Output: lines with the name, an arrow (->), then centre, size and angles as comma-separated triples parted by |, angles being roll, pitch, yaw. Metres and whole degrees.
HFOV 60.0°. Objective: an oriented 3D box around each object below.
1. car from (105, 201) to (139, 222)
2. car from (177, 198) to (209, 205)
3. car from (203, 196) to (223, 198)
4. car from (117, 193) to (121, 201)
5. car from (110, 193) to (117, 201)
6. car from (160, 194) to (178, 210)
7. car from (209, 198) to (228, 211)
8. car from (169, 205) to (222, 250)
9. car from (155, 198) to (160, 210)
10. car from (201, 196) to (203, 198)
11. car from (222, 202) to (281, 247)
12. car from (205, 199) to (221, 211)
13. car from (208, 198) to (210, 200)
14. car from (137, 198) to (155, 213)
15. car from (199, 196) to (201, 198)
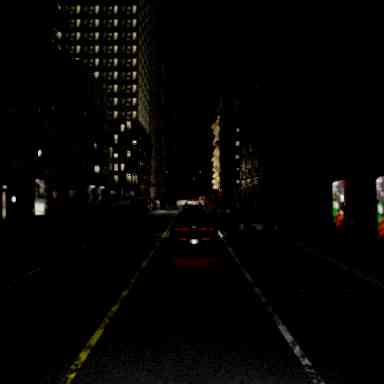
car -> -5.686, 1.634, 26.607 | 1.802, 1.307, 4.206 | 0, 0, 0
car -> 0.090, 1.549, 29.595 | 2.128, 1.511, 4.902 | 0, 0, 0
car -> 2.697, 1.391, 37.974 | 2.192, 1.841, 5.009 | 0, 0, 0
car -> -17.685, 1.182, 71.404 | 5.009, 1.841, 2.192 | 1, -1, 0
car -> -17.551, 1.144, 63.026 | 5.009, 1.841, 2.192 | 1, -1, 0
car -> -3.079, 1.310, 43.988 | 2.150, 2.045, 5.566 | 0, 0, 0
car -> 2.695, 1.491, 26.608 | 1.967, 1.590, 4.097 | 0, 0, 0
car -> 0.087, 1.531, 14.364 | 1.837, 1.490, 4.892 | 0, 0, 0
car -> -5.683, 1.530, 43.655 | 1.967, 1.590, 4.097 | 0, 0, 0
car -> 2.697, 1.668, 49.338 | 1.947, 1.339, 4.313 | 0, 0, 0
car -> 2.694, 1.469, 15.243 | 1.967, 1.590, 4.097 | 0, 0, 0
car -> 2.697, 1.614, 43.825 | 1.752, 1.417, 4.829 | 0, 0, 0
car -> 2.696, 1.589, 32.461 | 1.752, 1.417, 4.829 | 0, 0, 0
car -> -5.684, 1.517, 37.972 | 1.967, 1.590, 4.097 | 0, 0, 0
car -> 2.752, 1.791, 91.361 | 1.802, 1.307, 4.206 | 0, 0, 0
